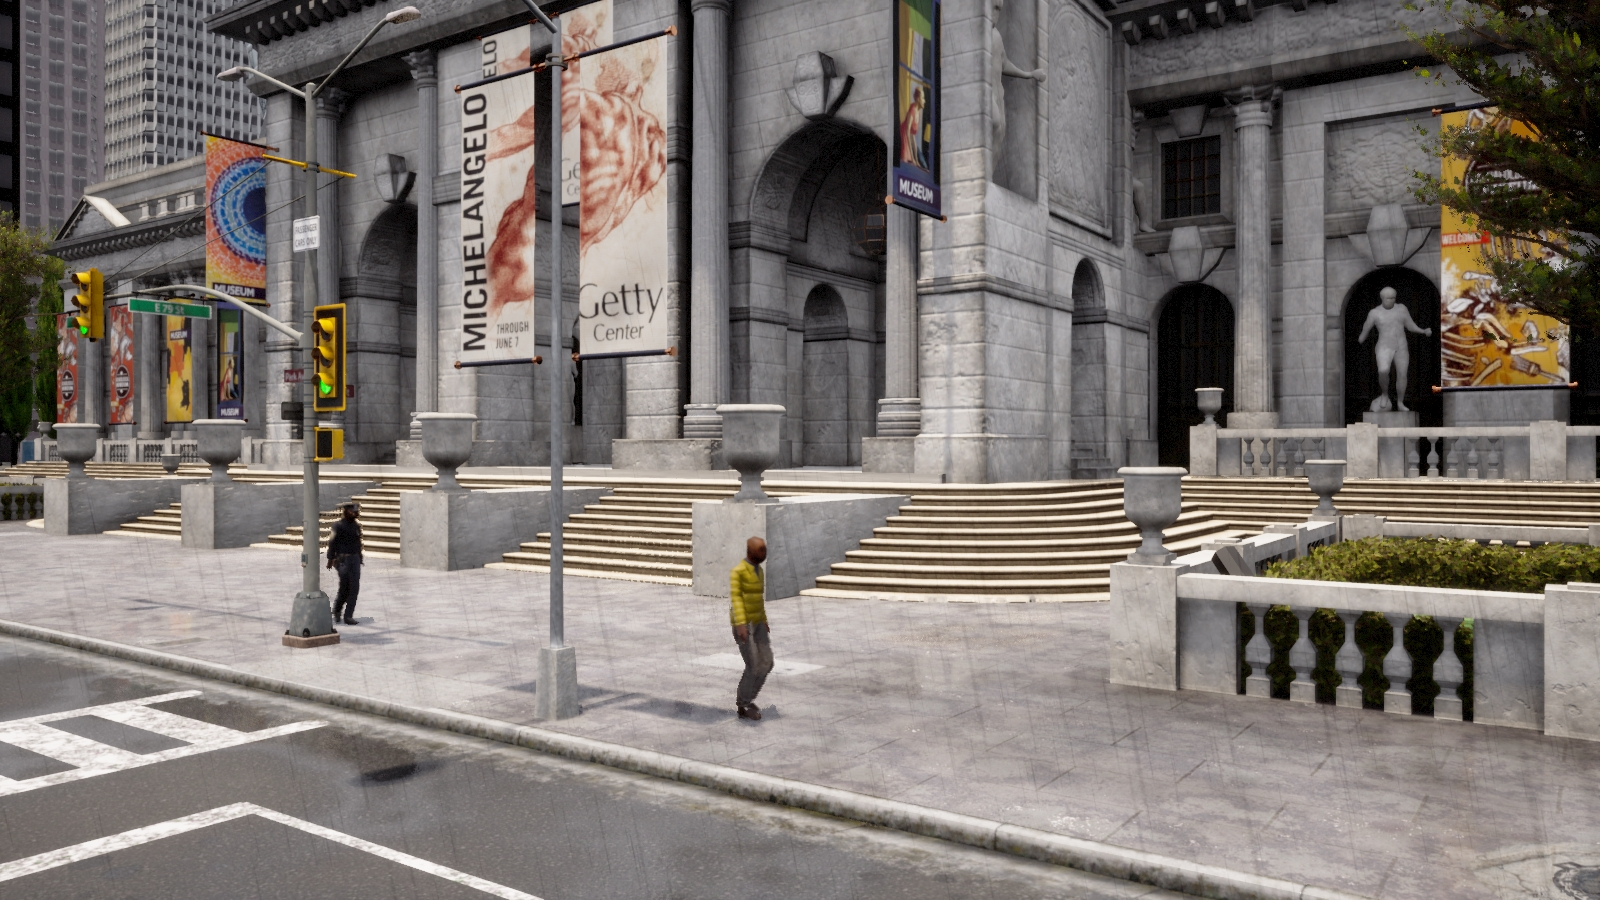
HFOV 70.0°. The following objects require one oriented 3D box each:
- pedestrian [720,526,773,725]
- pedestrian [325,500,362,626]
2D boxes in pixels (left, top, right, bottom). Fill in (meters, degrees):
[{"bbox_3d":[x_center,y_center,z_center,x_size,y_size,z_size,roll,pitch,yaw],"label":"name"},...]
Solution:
[{"bbox_3d":[-0.519,1.694,11.159,0.375,1.860,0.375,0,0,31],"label":"pedestrian"},{"bbox_3d":[-6.884,1.690,17.248,0.375,1.860,0.375,0,0,36],"label":"pedestrian"}]
